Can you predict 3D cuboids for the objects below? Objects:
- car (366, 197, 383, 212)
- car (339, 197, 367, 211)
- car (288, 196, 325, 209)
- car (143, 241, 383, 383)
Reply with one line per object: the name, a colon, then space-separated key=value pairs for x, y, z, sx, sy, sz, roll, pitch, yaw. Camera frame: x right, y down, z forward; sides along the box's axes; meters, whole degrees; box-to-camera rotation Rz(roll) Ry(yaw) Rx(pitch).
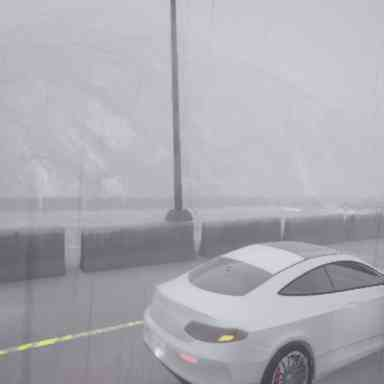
car: x=19.741 y=1.301 z=32.388 sx=5.357 sy=1.411 sz=2.033 roll=0 pitch=1 yaw=-31
car: x=18.134 y=1.211 z=35.501 sx=5.357 sy=1.411 sz=2.033 roll=0 pitch=1 yaw=-31
car: x=12.470 y=1.108 z=36.185 sx=4.181 sy=1.385 sz=1.994 roll=1 pitch=1 yaw=-31
car: x=1.615 y=1.457 z=4.718 sx=4.674 sy=1.442 sz=1.812 roll=0 pitch=1 yaw=-32
